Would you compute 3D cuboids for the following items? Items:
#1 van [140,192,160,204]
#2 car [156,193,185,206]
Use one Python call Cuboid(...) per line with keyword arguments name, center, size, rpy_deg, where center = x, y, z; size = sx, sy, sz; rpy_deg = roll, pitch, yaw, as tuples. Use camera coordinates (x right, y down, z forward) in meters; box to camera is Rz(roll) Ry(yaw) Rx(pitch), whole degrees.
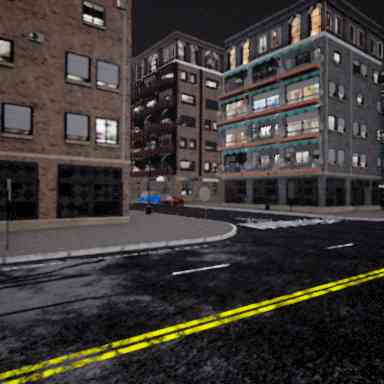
Cuboid(name="van", center=(-6.024, 0.858, 48.429), size=(1.690, 1.788, 3.998), rpy_deg=(2, 0, -37))
Cuboid(name="car", center=(-2.581, 1.185, 43.984), size=(1.802, 1.307, 4.206), rpy_deg=(2, 0, -37))
